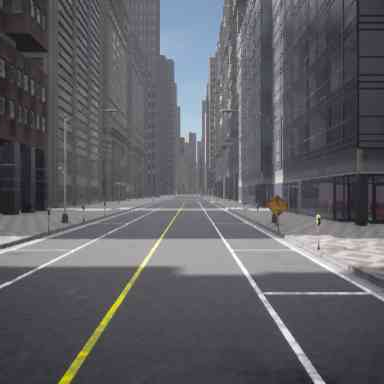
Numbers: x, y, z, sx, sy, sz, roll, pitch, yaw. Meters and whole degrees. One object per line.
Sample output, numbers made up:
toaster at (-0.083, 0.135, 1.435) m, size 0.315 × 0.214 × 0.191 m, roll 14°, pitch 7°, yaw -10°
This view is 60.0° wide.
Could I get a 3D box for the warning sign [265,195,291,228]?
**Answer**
warning sign at (5.064, 1.114, 19.680) m, size 1.300 × 1.860 × 1.060 m, roll 0°, pitch 0°, yaw 0°
